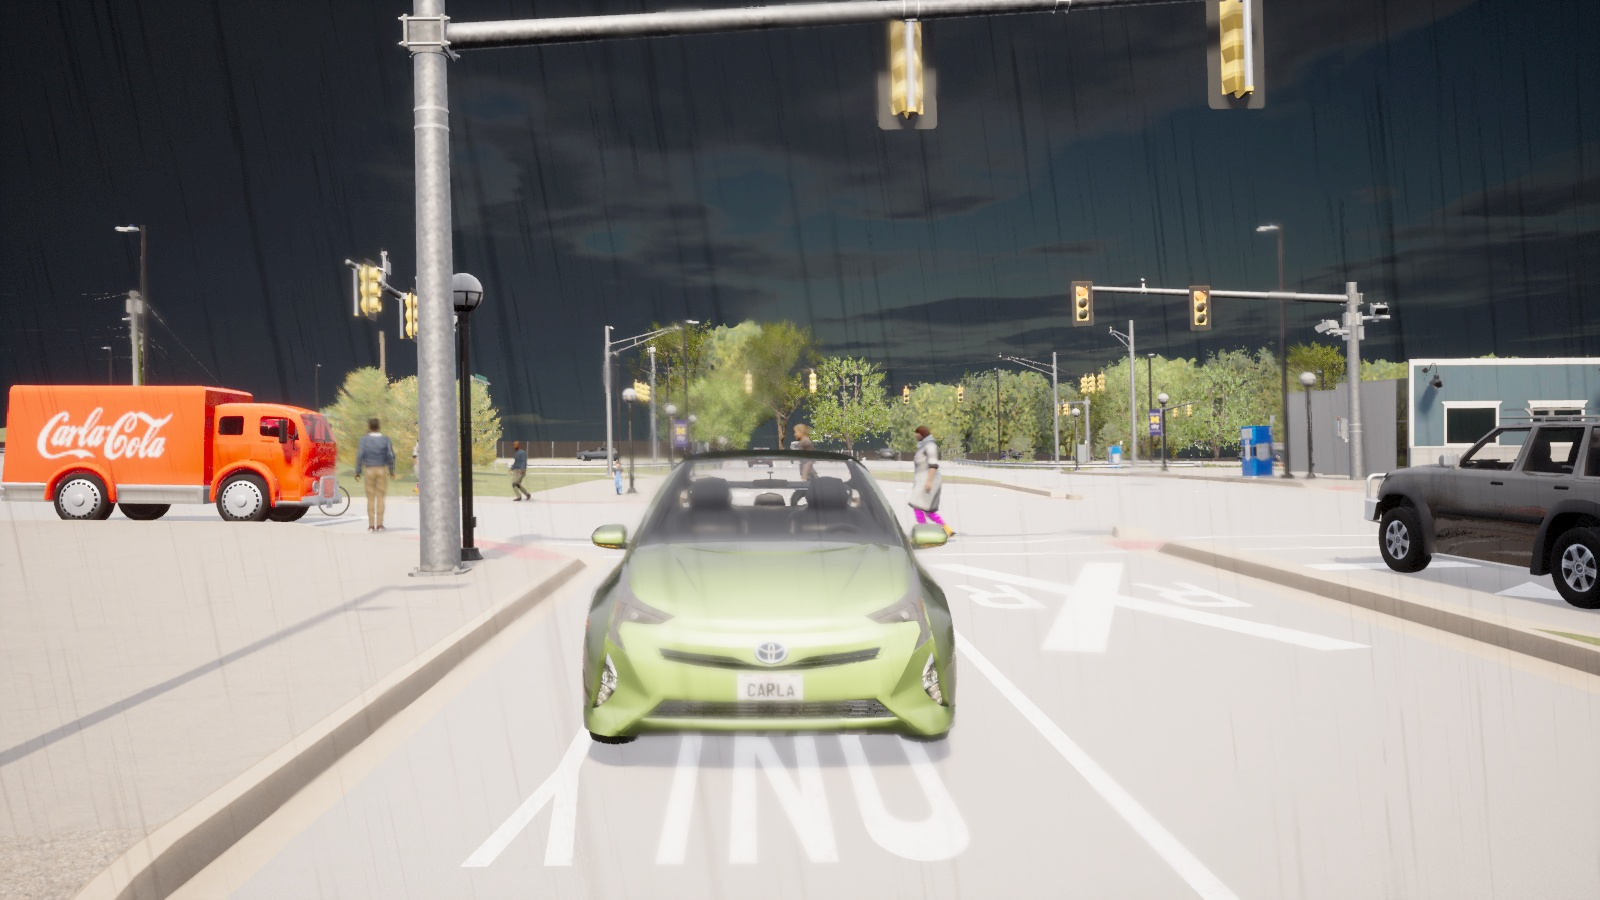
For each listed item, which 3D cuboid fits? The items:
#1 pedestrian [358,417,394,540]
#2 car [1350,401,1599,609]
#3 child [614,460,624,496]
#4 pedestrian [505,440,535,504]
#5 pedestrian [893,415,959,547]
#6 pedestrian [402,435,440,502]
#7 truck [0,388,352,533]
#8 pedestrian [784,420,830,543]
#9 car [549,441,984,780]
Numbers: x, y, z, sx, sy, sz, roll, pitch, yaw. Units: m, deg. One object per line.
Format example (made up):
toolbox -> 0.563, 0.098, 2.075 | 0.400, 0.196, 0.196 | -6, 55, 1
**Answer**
pedestrian -> -6.878, 0.454, 20.377 | 0.423, 1.949, 0.788 | -2, -1, -13
car -> 7.886, 0.437, 13.016 | 1.932, 1.855, 4.605 | -1, 1, -7
child -> -6.388, 0.990, 44.318 | 0.270, 1.263, 0.437 | -2, -1, -4
pedestrian -> -8.179, 0.635, 36.664 | 0.726, 1.835, 0.370 | -1, -1, -45
pedestrian -> 1.918, 0.466, 19.203 | 0.873, 1.952, 0.659 | -2, -1, 0
pedestrian -> -11.428, 0.553, 37.853 | 0.873, 1.952, 0.659 | -2, -1, 5
truck -> -11.176, 0.198, 22.731 | 5.204, 2.467, 2.627 | 0, -1, -2
pedestrian -> 0.100, 0.486, 19.204 | 0.634, 1.846, 0.331 | -2, -1, 0
car -> -0.205, 0.725, 8.079 | 2.007, 1.525, 4.514 | 0, 1, -1
